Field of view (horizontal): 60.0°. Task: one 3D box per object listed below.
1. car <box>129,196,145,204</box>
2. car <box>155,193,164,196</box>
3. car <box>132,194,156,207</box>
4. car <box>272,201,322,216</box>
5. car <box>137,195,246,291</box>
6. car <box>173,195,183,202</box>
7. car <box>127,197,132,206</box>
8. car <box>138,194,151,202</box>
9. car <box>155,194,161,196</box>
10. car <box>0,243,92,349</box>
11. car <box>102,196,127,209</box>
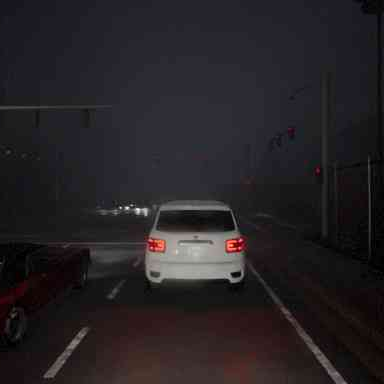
[{"bbox_3d":[-10.449,1.491,63.171,2.128,1.511,4.902,0,0,1],"label":"car"},{"bbox_3d":[-6.889,1.221,68.988,2.150,2.045,5.566,0,0,0],"label":"car"},{"bbox_3d":[-7.008,1.491,49.016,2.128,1.511,4.902,0,0,0],"label":"car"},{"bbox_3d":[10.294,1.581,32.834,4.674,1.442,1.812,0,0,3],"label":"car"},{"bbox_3d":[0.087,1.221,9.132,2.150,2.045,5.566,0,0,0],"label":"car"},{"bbox_3d":[-3.370,1.540,80.052,2.033,1.411,5.357,0,0,0],"label":"car"},{"bbox_3d":[-10.504,1.491,53.780,2.128,1.511,4.902,0,0,0],"label":"car"},{"bbox_3d":[-10.382,1.354,73.220,2.097,1.767,4.553,0,0,0],"label":"car"},{"bbox_3d":[-6.981,1.525,58.275,1.812,1.442,4.674,0,0,0],"label":"car"},{"bbox_3d":[-3.433,1.601,6.207,1.895,1.301,4.718,0,0,1],"label":"car"},{"bbox_3d":[-10.522,1.352,44.627,2.097,1.767,4.553,0,0,0],"label":"car"}]
